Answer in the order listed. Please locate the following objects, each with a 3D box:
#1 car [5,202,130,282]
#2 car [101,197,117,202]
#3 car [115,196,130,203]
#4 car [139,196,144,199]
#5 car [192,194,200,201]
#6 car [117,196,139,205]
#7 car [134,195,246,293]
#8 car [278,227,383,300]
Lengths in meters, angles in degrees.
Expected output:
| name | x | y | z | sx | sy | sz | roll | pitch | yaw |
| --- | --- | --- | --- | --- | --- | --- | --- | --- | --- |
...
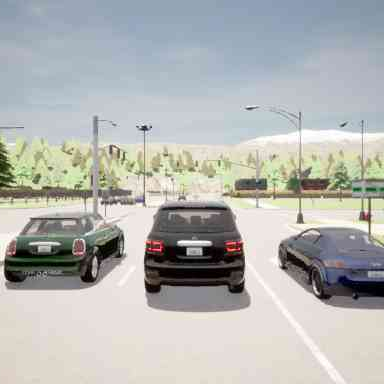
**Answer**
| name | x | y | z | sx | sy | sz | roll | pitch | yaw |
| --- | --- | --- | --- | --- | --- | --- | --- | --- | --- |
| car | -3.424 | 1.352 | 9.881 | 2.097 | 1.767 | 4.553 | 0 | 0 | 0 |
| car | -14.430 | 1.547 | 58.154 | 2.033 | 1.411 | 5.357 | 0 | 0 | 1 |
| car | -14.188 | 1.540 | 68.210 | 2.033 | 1.411 | 5.357 | 0 | 0 | 1 |
| car | -10.703 | 1.478 | 67.715 | 1.882 | 1.535 | 5.008 | 0 | 0 | 1 |
| car | 1.060 | 1.311 | 83.335 | 1.882 | 1.535 | 5.008 | 0 | 0 | 1 |
| car | -10.948 | 1.564 | 57.277 | 1.994 | 1.385 | 4.181 | 0 | 0 | 1 |
| car | 0.069 | 1.221 | 8.988 | 2.150 | 2.045 | 5.566 | 0 | 0 | 0 |
| car | 3.572 | 1.564 | 8.444 | 1.994 | 1.385 | 4.181 | 0 | 0 | 0 |
